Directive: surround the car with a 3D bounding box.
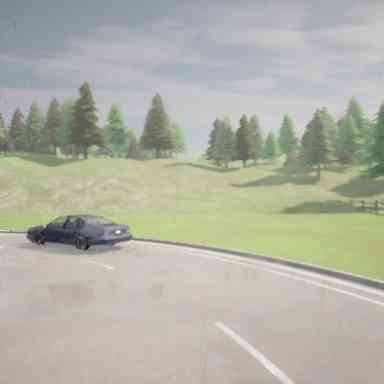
[{"bbox_3d":[-5.180,1.724,15.002,5.357,1.411,2.033,-1,-1,32],"label":"car"}]
